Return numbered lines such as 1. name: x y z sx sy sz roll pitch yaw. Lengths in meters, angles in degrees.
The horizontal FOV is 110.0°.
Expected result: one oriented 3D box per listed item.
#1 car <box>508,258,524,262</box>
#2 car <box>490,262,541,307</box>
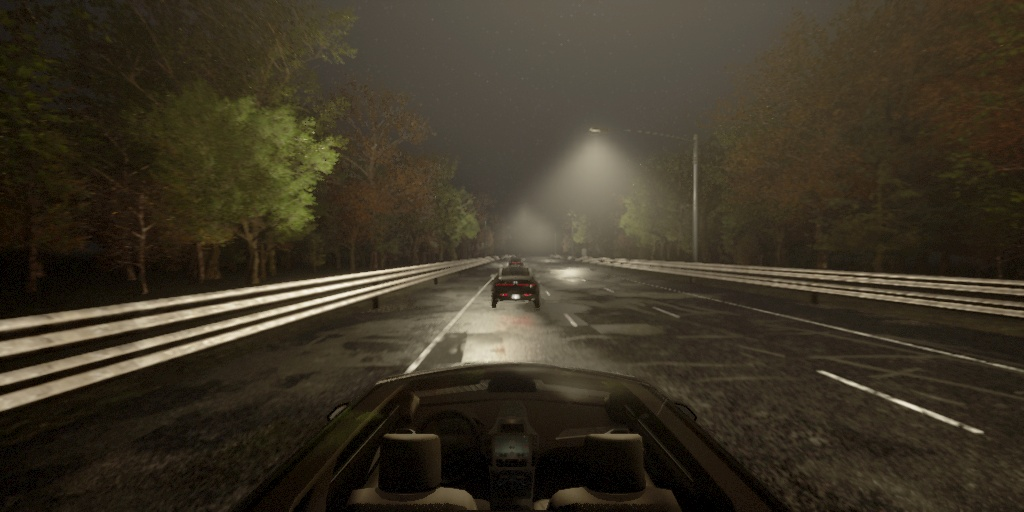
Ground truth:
1. car: 0.530 0.941 45.605 1.837 1.490 4.892 0 0 1
2. car: 0.142 1.161 14.969 1.837 1.490 4.892 0 0 0
